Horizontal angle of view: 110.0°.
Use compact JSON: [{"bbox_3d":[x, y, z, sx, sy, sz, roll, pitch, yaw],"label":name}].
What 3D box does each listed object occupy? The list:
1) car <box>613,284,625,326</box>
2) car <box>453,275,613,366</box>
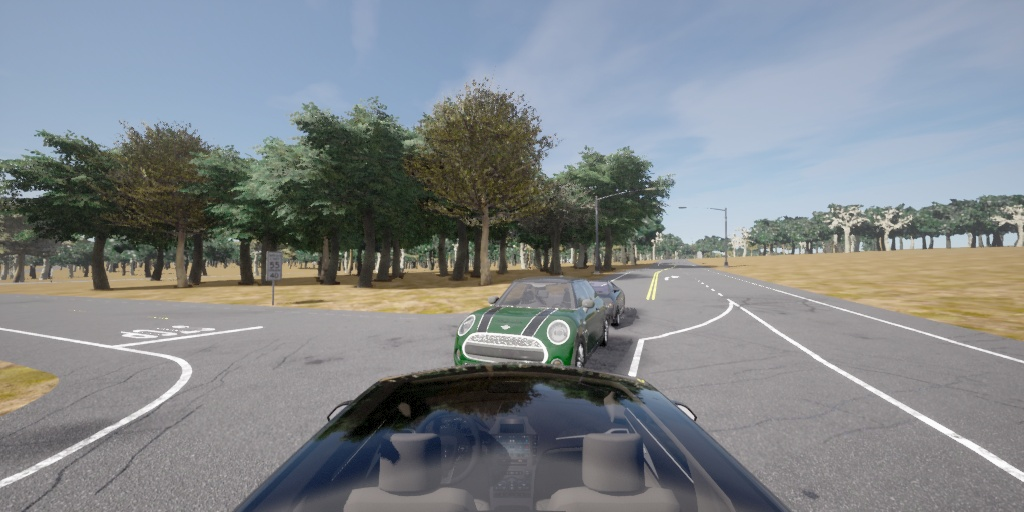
[{"bbox_3d":[2.912,1.555,12.880,1.994,1.385,4.181,-2,0,22],"label":"car"},{"bbox_3d":[0.685,1.222,7.448,2.097,1.767,4.553,-1,-2,22],"label":"car"}]
